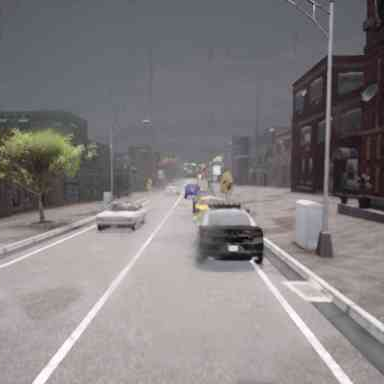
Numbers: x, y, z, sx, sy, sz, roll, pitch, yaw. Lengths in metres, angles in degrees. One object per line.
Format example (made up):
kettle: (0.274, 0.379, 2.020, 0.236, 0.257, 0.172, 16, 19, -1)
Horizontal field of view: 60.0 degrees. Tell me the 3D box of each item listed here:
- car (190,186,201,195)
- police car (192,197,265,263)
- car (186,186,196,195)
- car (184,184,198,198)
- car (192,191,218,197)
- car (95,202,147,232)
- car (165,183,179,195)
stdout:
car: (1.086, 0.662, 27.001, 2.097, 1.767, 4.553, 0, 2, 0)
police car: (1.066, 1.185, 11.142, 1.930, 1.638, 5.238, 0, 1, 0)
car: (-0.259, -0.349, 61.687, 1.812, 1.442, 4.674, 0, 2, 0)
car: (0.078, -0.182, 47.757, 2.150, 2.045, 5.566, 0, 2, 0)
car: (1.079, 0.945, 21.223, 1.801, 1.575, 5.366, 0, 2, 0)
car: (-3.575, 1.197, 17.454, 1.895, 1.301, 4.718, 0, 2, 0)
car: (-3.456, -0.538, 58.164, 2.150, 2.045, 5.566, 0, 2, 1)
